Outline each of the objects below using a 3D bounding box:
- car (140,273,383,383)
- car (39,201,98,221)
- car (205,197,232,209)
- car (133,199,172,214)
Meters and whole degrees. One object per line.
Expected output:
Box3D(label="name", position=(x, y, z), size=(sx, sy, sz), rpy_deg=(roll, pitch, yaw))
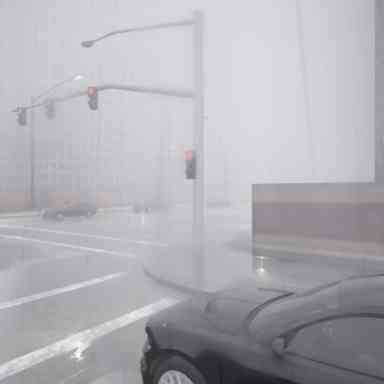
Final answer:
Box3D(label="car", position=(1.731, 1.478, 2.771), size=(5.008, 1.535, 1.882), rpy_deg=(0, 0, 37))
Box3D(label="car", position=(-10.105, 1.486, 27.436), size=(2.128, 1.511, 4.902), rpy_deg=(0, 0, 34))
Box3D(label="car", position=(3.757, 1.472, 46.444), size=(1.882, 1.535, 5.008), rpy_deg=(0, 0, 36))
Box3D(label="car", position=(-4.176, 1.499, 35.574), size=(1.837, 1.490, 4.892), rpy_deg=(0, 0, 36))
